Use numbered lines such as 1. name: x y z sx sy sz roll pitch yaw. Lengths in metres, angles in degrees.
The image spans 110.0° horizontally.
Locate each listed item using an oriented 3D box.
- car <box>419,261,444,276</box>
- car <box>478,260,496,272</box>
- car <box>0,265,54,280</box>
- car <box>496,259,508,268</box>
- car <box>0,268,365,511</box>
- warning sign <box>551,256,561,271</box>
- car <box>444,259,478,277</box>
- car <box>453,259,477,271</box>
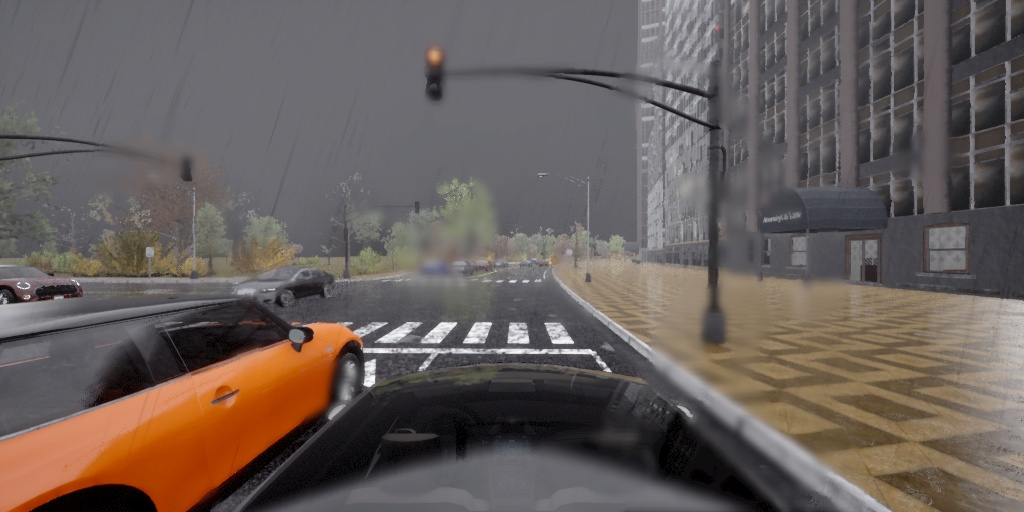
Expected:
1. car: -8.021 1.224 37.227 1.882 1.535 5.008 0 0 6
2. car: -3.741 1.227 46.375 1.882 1.535 5.008 0 0 7
3. car: -20.969 1.159 14.958 4.553 1.767 2.097 0 0 4
4. car: -1.847 1.245 59.620 2.128 1.511 4.902 0 0 9
5. car: -3.103 1.102 3.187 2.097 1.767 4.553 0 0 0
6. warning sign: 5.451 0.868 44.118 1.300 1.860 1.060 0 0 7
7. car: -4.937 1.273 35.375 1.812 1.442 4.674 0 0 6
8. car: -6.487 1.239 50.502 2.128 1.511 4.902 0 0 8
